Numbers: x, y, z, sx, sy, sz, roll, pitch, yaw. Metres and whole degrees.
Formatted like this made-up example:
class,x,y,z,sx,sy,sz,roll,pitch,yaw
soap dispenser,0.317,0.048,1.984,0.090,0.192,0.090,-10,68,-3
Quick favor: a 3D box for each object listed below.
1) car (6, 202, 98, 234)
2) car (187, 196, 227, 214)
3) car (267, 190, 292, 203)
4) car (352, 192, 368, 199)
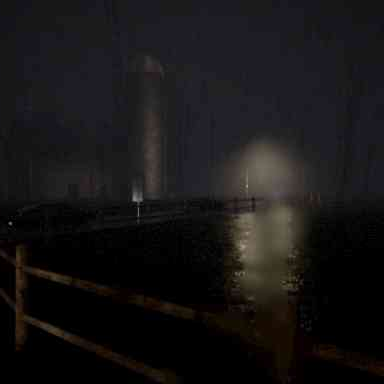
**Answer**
class,x,y,z,sx,sy,sz,roll,pitch,yaw
car,-7.091,1.256,17.284,1.812,1.442,4.674,0,0,33
car,1.364,1.113,29.799,2.128,1.511,4.902,0,0,35
car,13.503,0.690,51.116,2.150,2.045,5.566,0,0,37
car,39.010,0.793,77.888,2.033,1.411,5.357,0,0,42
